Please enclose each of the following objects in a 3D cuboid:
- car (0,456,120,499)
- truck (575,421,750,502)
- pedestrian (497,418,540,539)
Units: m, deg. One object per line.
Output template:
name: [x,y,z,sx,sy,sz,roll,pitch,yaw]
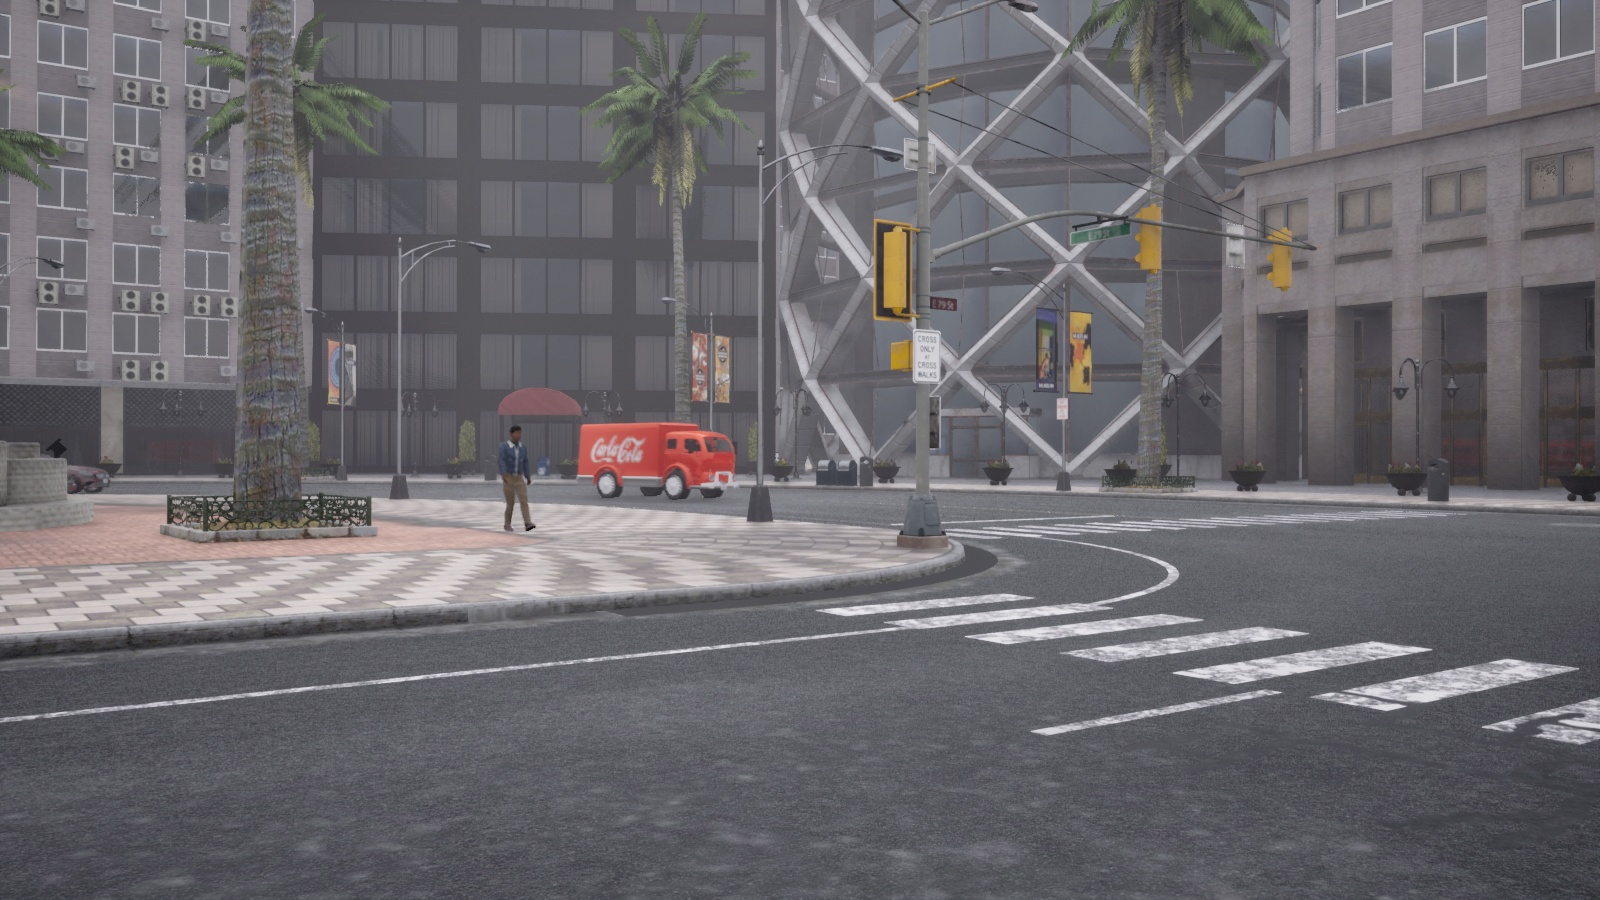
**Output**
car: [-26.420,0.933,43.552,4.674,1.442,1.812,0,0,-4]
truck: [-4.514,0.368,41.012,5.204,2.467,2.627,0,0,33]
pedestrian: [-4.664,0.462,20.781,0.423,1.949,0.788,0,0,-36]
